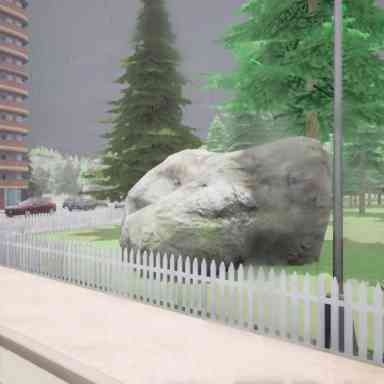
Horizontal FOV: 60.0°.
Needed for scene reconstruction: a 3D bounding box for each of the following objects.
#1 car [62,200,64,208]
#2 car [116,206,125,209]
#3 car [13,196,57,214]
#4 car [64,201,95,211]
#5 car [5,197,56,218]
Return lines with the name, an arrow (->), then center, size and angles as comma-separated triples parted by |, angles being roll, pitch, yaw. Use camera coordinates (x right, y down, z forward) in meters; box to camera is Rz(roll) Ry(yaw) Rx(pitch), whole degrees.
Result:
car -> -16.509, 1.449, 45.916 | 1.837, 1.490, 4.892 | 0, 0, -8
car -> -9.100, 1.545, 44.827 | 1.895, 1.301, 4.718 | 0, 0, -4
car -> -16.783, 1.296, 35.880 | 2.097, 1.767, 4.553 | 0, 0, 8
car -> -12.873, 1.508, 39.077 | 1.994, 1.385, 4.181 | 0, 0, 4
car -> -14.519, 1.422, 30.237 | 1.882, 1.535, 5.008 | 0, 0, 15
